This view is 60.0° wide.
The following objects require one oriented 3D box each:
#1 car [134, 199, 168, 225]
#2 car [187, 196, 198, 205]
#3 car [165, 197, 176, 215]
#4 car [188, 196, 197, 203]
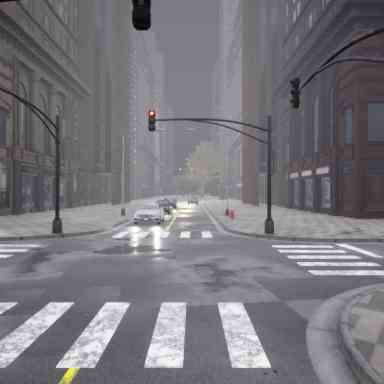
[{"bbox_3d":[-3.075,1.526,24.504,1.812,1.442,4.674,0,0,0],"label":"car"},{"bbox_3d":[0.148,1.582,59.420,2.033,1.411,5.357,0,0,0],"label":"car"},{"bbox_3d":[-3.067,1.552,34.914,2.033,1.411,5.357,0,0,0],"label":"car"},{"bbox_3d":[0.169,1.574,69.769,1.812,1.442,4.674,0,0,0],"label":"car"}]
